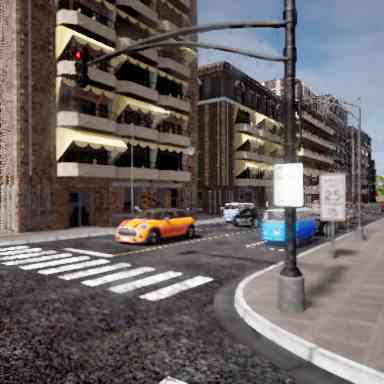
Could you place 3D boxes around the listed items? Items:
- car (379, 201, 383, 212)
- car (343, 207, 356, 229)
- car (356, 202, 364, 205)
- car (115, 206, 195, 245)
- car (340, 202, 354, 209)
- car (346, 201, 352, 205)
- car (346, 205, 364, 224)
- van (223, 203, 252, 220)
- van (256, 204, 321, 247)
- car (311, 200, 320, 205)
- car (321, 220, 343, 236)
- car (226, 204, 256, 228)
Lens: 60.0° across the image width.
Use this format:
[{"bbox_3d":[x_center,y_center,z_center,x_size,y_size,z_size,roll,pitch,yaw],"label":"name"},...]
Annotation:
[{"bbox_3d":[33.710,2.509,57.555,2.192,1.841,5.009,-2,-2,35],"label":"car"},{"bbox_3d":[11.246,2.120,25.943,1.802,1.307,4.206,-2,-2,35],"label":"car"},{"bbox_3d":[42.777,3.210,84.807,1.752,1.417,4.829,-2,-2,35],"label":"car"},{"bbox_3d":[-1.812,1.664,17.467,2.097,1.767,4.553,0,-1,35],"label":"car"},{"bbox_3d":[33.258,2.954,71.392,1.887,1.381,4.507,-2,-2,35],"label":"car"},{"bbox_3d":[30.050,2.632,66.880,2.192,1.841,5.009,-2,-2,35],"label":"car"},{"bbox_3d":[14.452,2.182,30.462,2.008,1.369,4.403,-2,-2,35],"label":"car"},{"bbox_3d":[4.406,1.908,30.736,1.690,1.788,3.998,-2,-2,35],"label":"van"},{"bbox_3d":[4.971,1.690,16.815,1.690,1.788,3.998,-2,-2,35],"label":"van"},{"bbox_3d":[17.189,2.091,44.124,2.150,2.045,5.566,0,-1,36],"label":"car"},{"bbox_3d":[8.041,2.010,21.426,1.947,1.339,4.313,-2,-2,35],"label":"car"},{"bbox_3d":[5.016,2.017,27.087,1.837,1.490,4.892,0,-1,35],"label":"car"}]
